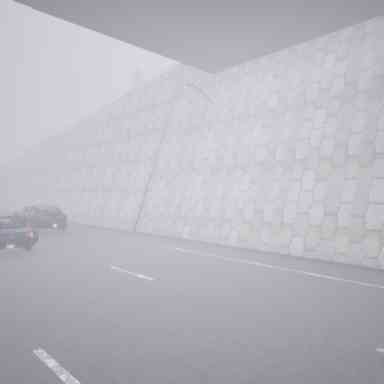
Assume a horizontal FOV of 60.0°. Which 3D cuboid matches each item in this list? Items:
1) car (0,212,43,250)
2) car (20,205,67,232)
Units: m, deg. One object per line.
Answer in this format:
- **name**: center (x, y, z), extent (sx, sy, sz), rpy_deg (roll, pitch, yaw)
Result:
- **car**: center (-7.852, 1.592, 13.162), extent (1.895, 1.301, 4.718), rpy_deg (0, 0, -44)
- **car**: center (-8.921, 1.495, 19.267), extent (1.837, 1.490, 4.892), rpy_deg (0, 0, -44)
